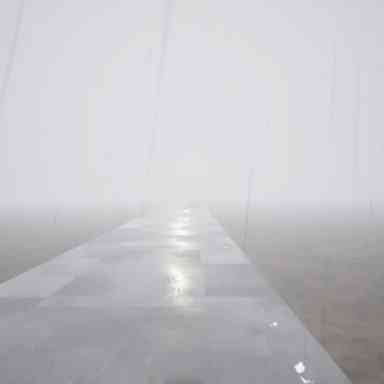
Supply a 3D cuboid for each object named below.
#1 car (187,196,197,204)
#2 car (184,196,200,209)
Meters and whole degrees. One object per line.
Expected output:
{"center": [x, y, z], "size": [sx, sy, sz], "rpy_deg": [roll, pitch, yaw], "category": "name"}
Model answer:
{"center": [0.074, 1.414, 62.194], "size": [1.812, 1.442, 4.674], "rpy_deg": [0, 0, 0], "category": "car"}
{"center": [0.082, 1.449, 43.143], "size": [1.812, 1.442, 4.674], "rpy_deg": [0, 0, 0], "category": "car"}
